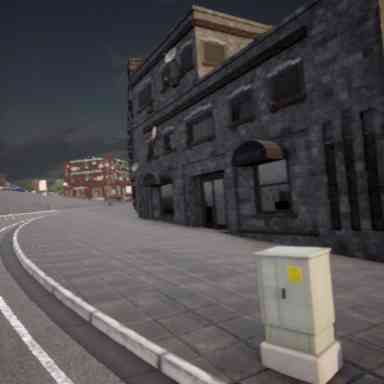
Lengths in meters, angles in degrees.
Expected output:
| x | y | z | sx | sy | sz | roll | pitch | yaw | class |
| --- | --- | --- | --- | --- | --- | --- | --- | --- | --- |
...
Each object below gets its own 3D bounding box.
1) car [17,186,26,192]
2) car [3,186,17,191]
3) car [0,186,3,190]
| x | y | z | sx | sy | sz | roll | pitch | yaw | class |
| --- | --- | --- | --- | --- | --- | --- | --- | --- | --- |
| -42.696 | -0.353 | 80.915 | 2.435 | 2.045 | 5.566 | -4 | -3 | -1 | car |
| -42.618 | -0.502 | 75.306 | 2.185 | 1.767 | 4.553 | -4 | -3 | 0 | car |
| -42.640 | -0.621 | 69.670 | 2.231 | 1.521 | 4.892 | -4 | -2 | 1 | car |
